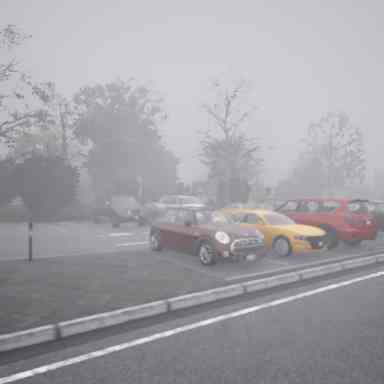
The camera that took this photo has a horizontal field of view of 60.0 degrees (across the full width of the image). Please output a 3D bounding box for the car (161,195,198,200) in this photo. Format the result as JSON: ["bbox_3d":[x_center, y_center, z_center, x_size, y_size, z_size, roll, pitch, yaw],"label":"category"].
[{"bbox_3d":[-0.591,1.301,25.855,2.435,2.045,5.566,1,-1,-36],"label":"car"}]

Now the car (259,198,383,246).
[{"bbox_3d":[5.230,1.273,14.991,2.435,2.045,5.566,1,-1,-36],"label":"car"}]

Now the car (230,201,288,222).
[{"bbox_3d":[6.079,1.738,30.918,1.946,1.575,5.366,2,-1,-36],"label":"car"}]

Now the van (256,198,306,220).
[{"bbox_3d":[8.528,1.592,32.308,1.878,1.987,4.442,2,-1,-36],"label":"van"}]

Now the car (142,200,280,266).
[{"bbox_3d":[0.411,1.312,11.492,2.185,1.767,4.553,1,-1,-36],"label":"car"}]

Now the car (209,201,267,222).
[{"bbox_3d":[3.920,1.672,29.365,1.946,1.575,5.366,2,-1,-36],"label":"car"}]

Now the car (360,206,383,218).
[{"bbox_3d":[25.337,2.642,44.512,2.002,1.452,4.674,3,-2,-36],"label":"car"}]

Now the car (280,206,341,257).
[{"bbox_3d":[2.881,1.481,13.254,2.097,1.535,5.008,1,-1,-36],"label":"car"}]

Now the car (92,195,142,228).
[{"bbox_3d":[-5.009,1.218,22.645,2.435,2.045,5.566,1,-1,-36],"label":"car"}]
